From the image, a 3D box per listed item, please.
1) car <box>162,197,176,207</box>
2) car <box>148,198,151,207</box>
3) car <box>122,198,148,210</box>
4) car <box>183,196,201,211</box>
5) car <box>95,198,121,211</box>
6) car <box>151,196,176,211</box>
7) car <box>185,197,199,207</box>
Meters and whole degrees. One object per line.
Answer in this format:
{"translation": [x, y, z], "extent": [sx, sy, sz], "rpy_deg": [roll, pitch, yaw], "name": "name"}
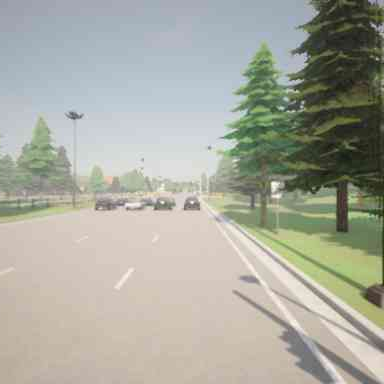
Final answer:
{"translation": [-3.495, 1.493, 51.301], "extent": [1.812, 1.442, 4.674], "rpy_deg": [0, 0, 0], "name": "car"}
{"translation": [-6.995, 1.532, 51.302], "extent": [1.994, 1.385, 4.181], "rpy_deg": [0, 0, 0], "name": "car"}
{"translation": [-6.996, 1.575, 41.328], "extent": [1.895, 1.301, 4.718], "rpy_deg": [0, 0, 0], "name": "car"}
{"translation": [0.004, 1.326, 41.234], "extent": [2.097, 1.767, 4.553], "rpy_deg": [0, 0, 0], "name": "car"}
{"translation": [-10.496, 1.479, 40.882], "extent": [1.837, 1.490, 4.892], "rpy_deg": [0, 0, 0], "name": "car"}
{"translation": [-3.496, 1.326, 41.268], "extent": [2.097, 1.767, 4.553], "rpy_deg": [0, 0, 0], "name": "car"}
{"translation": [0.005, 1.532, 51.375], "extent": [1.994, 1.385, 4.181], "rpy_deg": [0, 0, 0], "name": "car"}
